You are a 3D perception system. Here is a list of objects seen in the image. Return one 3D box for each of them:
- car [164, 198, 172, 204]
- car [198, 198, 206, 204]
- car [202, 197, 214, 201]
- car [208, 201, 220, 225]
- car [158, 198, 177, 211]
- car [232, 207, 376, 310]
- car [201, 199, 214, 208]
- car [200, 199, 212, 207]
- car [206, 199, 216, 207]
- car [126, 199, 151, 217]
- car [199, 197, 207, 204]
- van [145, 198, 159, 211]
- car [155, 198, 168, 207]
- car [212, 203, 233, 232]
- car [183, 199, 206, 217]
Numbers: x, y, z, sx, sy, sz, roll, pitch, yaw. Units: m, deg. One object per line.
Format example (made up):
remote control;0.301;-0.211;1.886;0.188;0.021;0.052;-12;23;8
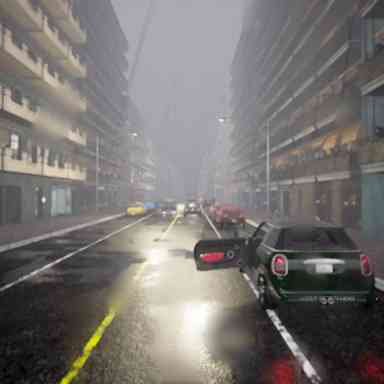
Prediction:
car;-5.736;2.193;79.975;1.752;1.417;4.829;0;-1;0
car;2.642;2.293;85.783;1.947;1.339;4.313;0;-1;0
car;2.659;1.714;51.818;2.192;1.841;5.009;0;-1;0
car;2.673;1.754;29.175;1.887;1.381;4.507;0;0;0
car;-3.035;1.895;45.962;2.033;1.411;5.357;0;-1;0
car;2.385;1.409;8.122;2.097;1.767;4.553;0;0;0
car;2.657;2.002;57.478;2.008;1.369;4.403;0;-1;0
car;2.654;2.054;63.140;2.008;1.369;4.403;0;-1;0
car;2.669;1.780;35.003;1.752;1.417;4.829;0;0;0
car;-5.711;1.778;34.682;1.752;1.417;4.829;0;0;0
car;2.644;2.109;80.126;1.967;1.590;4.097;0;-1;0
van;-5.718;1.690;46.176;1.690;1.788;3.998;0;0;0
car;-5.727;1.944;63.160;1.967;1.590;4.097;0;-1;0
car;2.676;1.713;23.509;1.887;1.381;4.507;0;0;0
car;0.054;1.799;34.564;2.033;1.411;5.357;0;0;0
